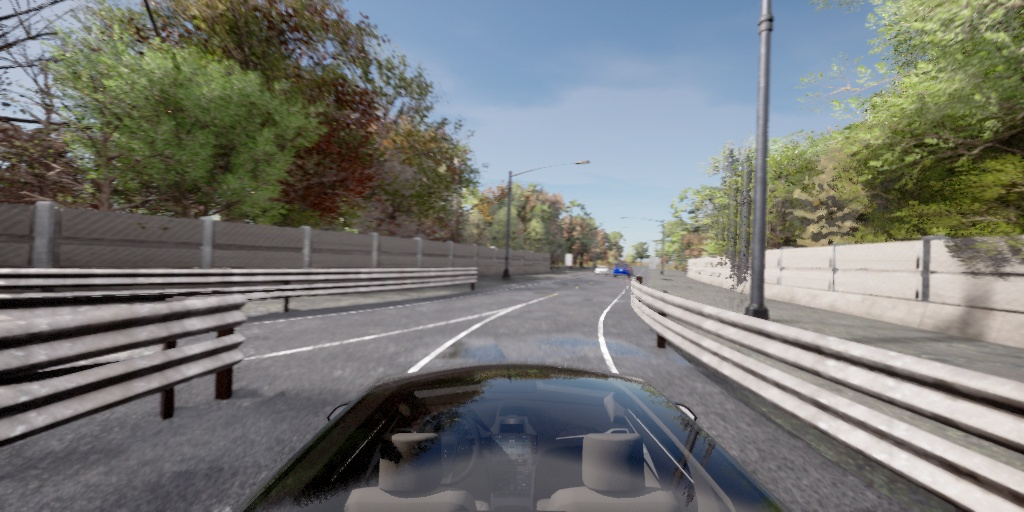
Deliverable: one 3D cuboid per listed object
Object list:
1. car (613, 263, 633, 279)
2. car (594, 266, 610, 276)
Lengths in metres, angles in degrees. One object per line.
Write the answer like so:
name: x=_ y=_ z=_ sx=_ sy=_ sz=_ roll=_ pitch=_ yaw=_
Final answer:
car: x=15.145 y=1.964 z=49.200 sx=2.150 sy=2.045 sz=5.566 roll=2 pitch=-1 yaw=21
car: x=14.343 y=2.299 z=57.040 sx=1.812 sy=1.442 sz=4.674 roll=2 pitch=0 yaw=21
